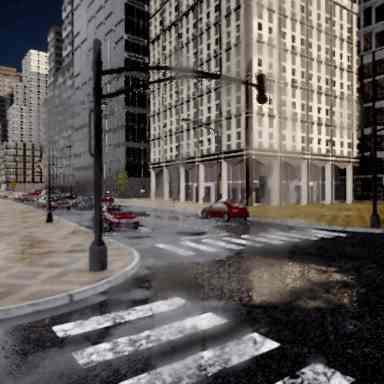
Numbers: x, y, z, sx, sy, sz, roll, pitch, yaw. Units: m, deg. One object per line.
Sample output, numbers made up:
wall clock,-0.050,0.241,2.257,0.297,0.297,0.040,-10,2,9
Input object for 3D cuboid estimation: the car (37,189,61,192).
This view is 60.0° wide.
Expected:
car,-20.845,0.676,49.295,2.150,2.045,5.566,-1,1,-35

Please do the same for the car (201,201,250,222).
car,2.300,1.296,23.328,1.802,1.307,4.206,0,1,-32

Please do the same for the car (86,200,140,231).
car,-4.360,1.363,18.695,1.802,1.307,4.206,0,1,-32

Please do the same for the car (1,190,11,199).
car,-35.258,0.580,64.715,1.967,1.590,4.097,0,0,-37

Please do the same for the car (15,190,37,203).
car,-25.463,0.876,51.216,1.887,1.381,4.507,0,0,-35

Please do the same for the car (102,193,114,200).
car,-12.390,0.838,46.558,1.967,1.590,4.097,0,1,-34

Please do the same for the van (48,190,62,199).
van,-28.432,0.428,68.992,1.690,1.788,3.998,0,0,-37

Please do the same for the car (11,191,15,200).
car,-28.579,0.794,55.614,1.752,1.417,4.829,0,0,-35

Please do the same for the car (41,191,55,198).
car,-31.774,0.570,73.395,1.887,1.381,4.507,0,0,-37

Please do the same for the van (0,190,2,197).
van,-41.993,0.356,73.509,1.690,1.788,3.998,0,0,-37

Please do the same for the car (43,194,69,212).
car,-13.132,1.170,32.729,1.802,1.307,4.206,0,1,-32

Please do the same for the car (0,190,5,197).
car,-45.370,0.393,77.879,1.967,1.590,4.097,0,0,-38

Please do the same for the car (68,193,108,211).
car,-10.557,1.125,33.491,2.033,1.411,5.357,-1,1,-32

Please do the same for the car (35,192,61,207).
car,-16.041,1.051,37.251,1.752,1.417,4.829,0,1,-33
